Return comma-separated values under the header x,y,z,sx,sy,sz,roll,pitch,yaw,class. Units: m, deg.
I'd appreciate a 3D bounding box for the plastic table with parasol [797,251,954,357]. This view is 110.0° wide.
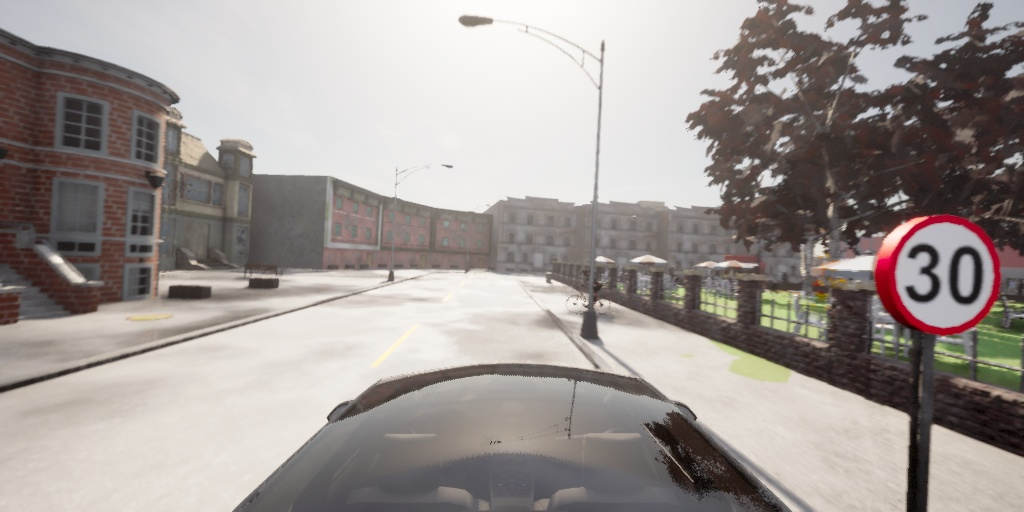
x,y,z,sx,sy,sz,roll,pitch,yaw,class
9.171,1.196,9.195,2.482,2.480,2.482,0,0,-43,plastic table with parasol

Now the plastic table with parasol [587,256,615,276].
x,y,z,sx,sy,sz,roll,pitch,yaw,class
7.591,1.268,30.927,2.482,2.480,2.482,0,0,-3,plastic table with parasol

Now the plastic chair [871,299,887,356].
x,y,z,sx,sy,sz,roll,pitch,yaw,class
8.184,1.744,8.396,0.730,1.272,0.750,0,0,-43,plastic chair

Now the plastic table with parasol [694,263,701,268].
x,y,z,sx,sy,sz,roll,pitch,yaw,class
15.879,1.668,28.956,2.482,2.480,2.482,0,0,-43,plastic table with parasol

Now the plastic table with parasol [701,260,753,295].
x,y,z,sx,sy,sz,roll,pitch,yaw,class
14.693,1.522,24.066,2.482,2.480,2.482,0,0,-41,plastic table with parasol

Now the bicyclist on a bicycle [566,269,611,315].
x,y,z,sx,sy,sz,roll,pitch,yaw,class
2.757,1.287,12.885,1.656,1.620,0.582,3,0,-3,bicyclist on a bicycle

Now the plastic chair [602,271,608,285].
x,y,z,sx,sy,sz,roll,pitch,yaw,class
7.734,1.871,29.605,0.750,1.272,0.730,0,0,2,plastic chair

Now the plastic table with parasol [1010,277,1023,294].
x,y,z,sx,sy,sz,roll,pitch,yaw,class
21.368,1.743,13.626,2.482,2.480,2.482,0,0,-42,plastic table with parasol

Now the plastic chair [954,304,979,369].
x,y,z,sx,sy,sz,roll,pitch,yaw,class
10.123,1.850,8.271,0.750,1.272,0.730,0,0,-38,plastic chair

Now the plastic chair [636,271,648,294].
x,y,z,sx,sy,sz,roll,pitch,yaw,class
7.860,1.771,22.508,0.730,1.272,0.750,0,0,-43,plastic chair

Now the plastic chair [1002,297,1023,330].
x,y,z,sx,sy,sz,roll,pitch,yaw,class
20.533,2.306,14.574,0.750,1.272,0.730,0,0,-43,plastic chair

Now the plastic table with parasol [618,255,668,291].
x,y,z,sx,sy,sz,roll,pitch,yaw,class
8.806,1.183,23.285,2.482,2.480,2.482,0,0,-41,plastic table with parasol

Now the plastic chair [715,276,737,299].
x,y,z,sx,sy,sz,roll,pitch,yaw,class
13.899,2.101,23.289,0.730,1.272,0.750,0,0,-42,plastic chair

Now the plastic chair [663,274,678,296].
x,y,z,sx,sy,sz,roll,pitch,yaw,class
9.802,1.864,22.325,0.750,1.272,0.730,0,0,-35,plastic chair

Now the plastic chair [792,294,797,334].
x,y,z,sx,sy,sz,roll,pitch,yaw,class
8.382,1.748,10.160,0.750,1.272,0.730,0,0,-43,plastic chair

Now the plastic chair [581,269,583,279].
x,y,z,sx,sy,sz,roll,pitch,yaw,class
6.328,1.809,30.948,0.730,1.272,0.750,0,0,-3,plastic chair
